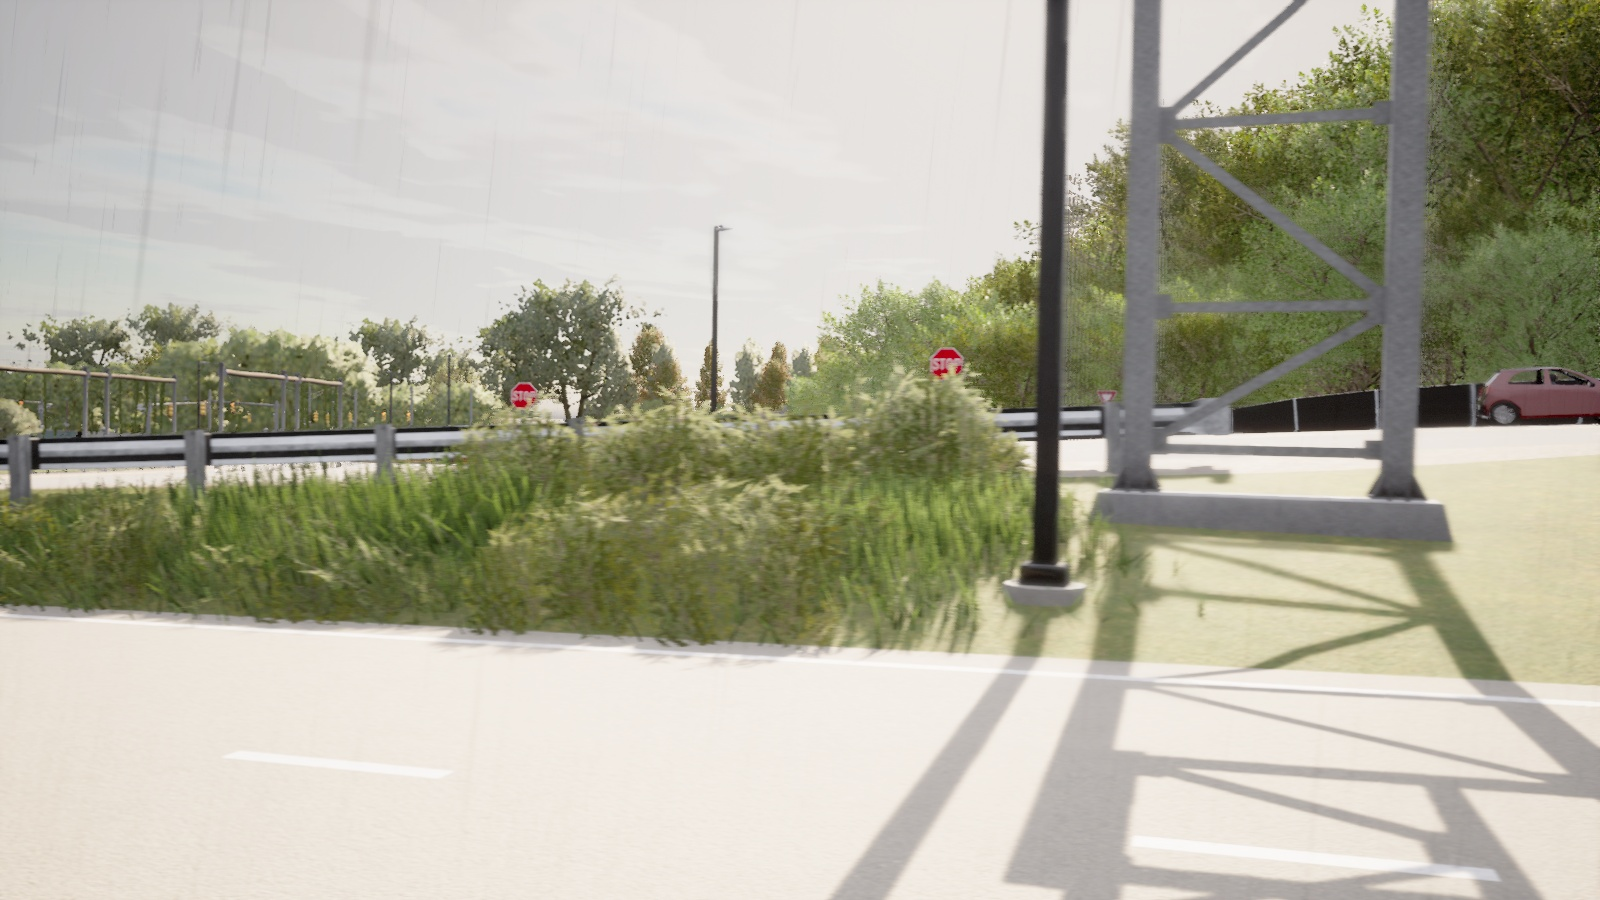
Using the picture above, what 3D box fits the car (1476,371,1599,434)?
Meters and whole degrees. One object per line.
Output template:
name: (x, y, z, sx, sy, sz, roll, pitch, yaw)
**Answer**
car: (19.448, -1.211, 32.078, 3.633, 1.501, 1.845, -1, 0, 22)
